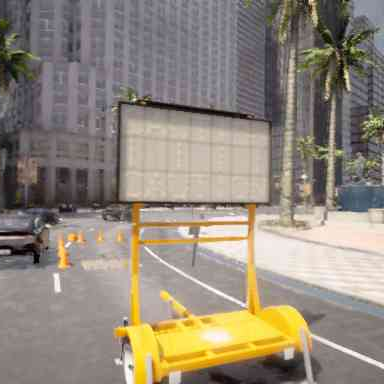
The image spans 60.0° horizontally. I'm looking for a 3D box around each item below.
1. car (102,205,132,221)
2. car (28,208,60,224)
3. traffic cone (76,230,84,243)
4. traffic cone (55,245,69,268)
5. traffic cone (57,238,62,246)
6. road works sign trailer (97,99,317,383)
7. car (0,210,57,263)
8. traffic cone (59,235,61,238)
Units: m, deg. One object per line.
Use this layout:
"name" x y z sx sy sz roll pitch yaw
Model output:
"car" -7.229 2.073 33.420 1.837 1.490 4.892 0 -1 14
"car" -12.004 1.906 25.833 1.994 1.385 4.181 1 -1 3
"traffic cone" -5.595 2.212 16.641 0.340 0.580 0.340 1 -1 -23
"traffic cone" -4.140 2.116 10.735 0.340 0.580 0.340 1 -1 -23
"traffic cone" -4.931 2.141 12.572 0.340 0.580 0.340 1 -1 -23
"road works sign trailer" 0.018 0.572 4.925 2.380 3.560 2.880 1 -1 -23
"car" -6.454 1.650 12.410 2.128 1.511 4.902 1 -1 -19
"traffic cone" -5.722 2.165 14.409 0.340 0.580 0.340 1 -1 -23
